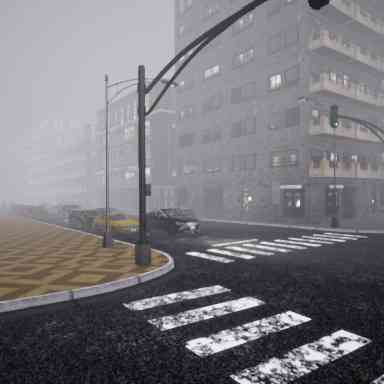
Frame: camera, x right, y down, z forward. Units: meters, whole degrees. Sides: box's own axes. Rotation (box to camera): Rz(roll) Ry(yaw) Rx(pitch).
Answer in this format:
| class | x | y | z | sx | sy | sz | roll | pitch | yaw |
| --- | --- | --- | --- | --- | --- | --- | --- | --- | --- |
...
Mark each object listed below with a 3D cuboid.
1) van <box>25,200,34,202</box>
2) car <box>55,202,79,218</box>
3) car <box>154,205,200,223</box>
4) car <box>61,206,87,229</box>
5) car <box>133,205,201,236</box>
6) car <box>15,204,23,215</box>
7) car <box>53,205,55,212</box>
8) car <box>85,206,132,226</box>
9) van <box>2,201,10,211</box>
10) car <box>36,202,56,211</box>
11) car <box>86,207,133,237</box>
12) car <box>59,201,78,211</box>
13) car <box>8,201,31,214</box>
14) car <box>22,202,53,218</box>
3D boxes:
| class | x | y | z | sx | sy | sz | roll | pitch | yaw |
| --- | --- | --- | --- | --- | --- | --- | --- | --- | --- |
| van | -41.621 | 2.832 | 85.123 | 1.690 | 1.788 | 3.998 | -2 | 0 | -36 |
| car | -13.230 | 2.118 | 36.751 | 1.837 | 1.490 | 4.892 | -1 | -1 | -36 |
| car | -1.443 | 1.915 | 30.447 | 2.008 | 1.369 | 4.403 | -2 | 0 | -36 |
| car | -8.194 | 2.002 | 25.484 | 1.947 | 1.339 | 4.313 | -2 | 0 | -36 |
| car | -1.416 | 1.775 | 20.649 | 2.128 | 1.511 | 4.902 | -1 | -1 | -36 |
| car | -21.584 | 2.392 | 43.709 | 1.802 | 1.307 | 4.206 | -2 | 0 | -36 |
| car | -20.503 | 2.425 | 52.037 | 1.994 | 1.385 | 4.181 | -1 | -1 | -36 |
| car | -7.274 | 1.994 | 28.622 | 2.033 | 1.411 | 5.357 | -1 | -1 | -37 |
| van | -31.634 | 2.433 | 57.378 | 1.690 | 1.788 | 3.998 | -2 | 0 | -36 |
| car | -26.438 | 2.519 | 60.122 | 2.128 | 1.511 | 4.902 | -1 | -1 | -37 |
| car | -4.747 | 1.865 | 20.792 | 1.752 | 1.417 | 4.829 | -2 | 0 | -36 |
| car | -21.532 | 2.367 | 57.785 | 1.967 | 1.590 | 4.097 | -2 | 0 | -36 |
| car | -24.933 | 2.449 | 48.265 | 1.887 | 1.381 | 4.507 | -2 | 0 | -36 |
| car | -18.237 | 2.262 | 39.153 | 1.887 | 1.381 | 4.507 | -2 | 0 | -36 |
